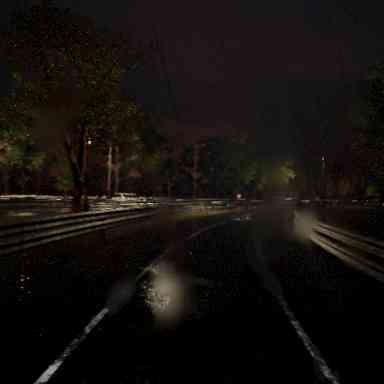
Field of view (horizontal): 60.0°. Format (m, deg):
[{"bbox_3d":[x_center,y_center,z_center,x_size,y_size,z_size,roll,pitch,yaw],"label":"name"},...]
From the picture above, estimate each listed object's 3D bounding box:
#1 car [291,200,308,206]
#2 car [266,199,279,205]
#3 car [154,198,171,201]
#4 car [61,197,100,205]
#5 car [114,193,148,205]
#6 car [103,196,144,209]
[{"bbox_3d":[26.958,2.799,84.685,1.882,1.535,5.008,2,0,42],"label":"car"},{"bbox_3d":[21.571,2.663,89.159,1.812,1.442,4.674,2,0,42],"label":"car"},{"bbox_3d":[-5.158,1.729,59.029,2.033,1.411,5.357,2,0,42],"label":"car"},{"bbox_3d":[-15.775,1.338,47.063,2.033,1.411,5.357,2,0,42],"label":"car"},{"bbox_3d":[-9.145,1.238,49.252,2.150,2.045,5.566,2,0,42],"label":"car"},{"bbox_3d":[-9.204,1.618,43.930,1.895,1.301,4.718,2,0,42],"label":"car"}]
